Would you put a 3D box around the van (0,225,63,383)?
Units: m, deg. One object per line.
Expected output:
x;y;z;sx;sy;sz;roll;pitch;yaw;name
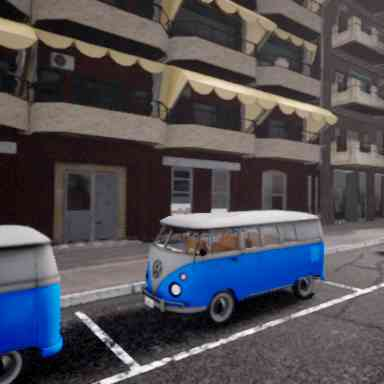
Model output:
-3.499;1.347;3.571;3.998;1.788;1.690;-1;2;-35;van

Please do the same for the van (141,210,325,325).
1.002;1.310;6.786;3.998;1.788;1.690;0;2;-35;van
